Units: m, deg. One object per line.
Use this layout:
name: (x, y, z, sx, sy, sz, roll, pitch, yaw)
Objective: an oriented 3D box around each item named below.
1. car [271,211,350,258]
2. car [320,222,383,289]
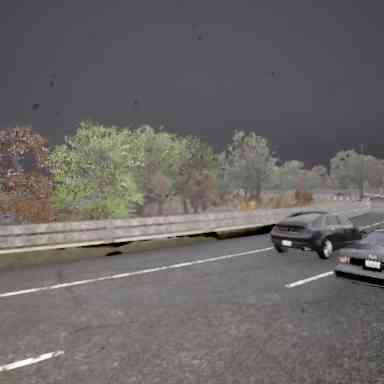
car: (4.908, 1.493, 12.558, 4.892, 1.490, 1.837, 2, -1, -42)
car: (5.658, 1.533, 8.521, 5.357, 1.411, 2.033, 0, 0, -40)
